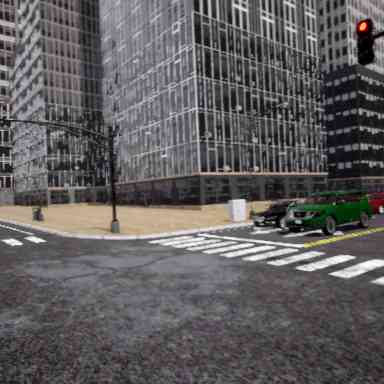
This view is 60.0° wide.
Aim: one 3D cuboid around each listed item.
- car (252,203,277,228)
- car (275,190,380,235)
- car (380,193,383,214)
[{"bbox_3d":[5.734,1.324,20.212,4.892,1.490,1.837,-2,0,-37],"label":"car"},{"bbox_3d":[7.135,0.958,17.209,5.566,2.045,2.150,-2,-1,-37],"label":"car"},{"bbox_3d":[15.439,0.914,27.574,5.008,1.535,1.882,-3,0,-37],"label":"car"}]
